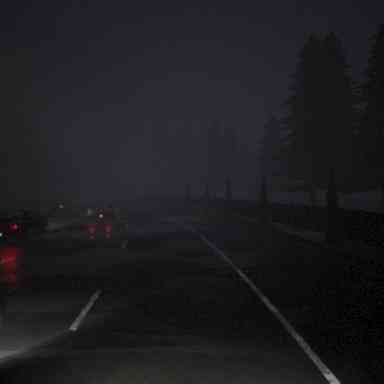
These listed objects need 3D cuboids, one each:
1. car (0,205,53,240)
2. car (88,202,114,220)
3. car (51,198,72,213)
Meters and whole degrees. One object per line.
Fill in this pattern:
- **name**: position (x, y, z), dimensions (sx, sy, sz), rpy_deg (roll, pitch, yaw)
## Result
- **car**: position (-8.519, 1.499, 16.271), dimensions (1.895, 1.301, 4.718), rpy_deg (0, 0, -10)
- **car**: position (-7.141, 1.424, 26.190), dimensions (1.895, 1.301, 4.718), rpy_deg (0, 0, -15)
- **car**: position (-13.287, 1.344, 33.941), dimensions (1.994, 1.385, 4.181), rpy_deg (0, 0, -20)
